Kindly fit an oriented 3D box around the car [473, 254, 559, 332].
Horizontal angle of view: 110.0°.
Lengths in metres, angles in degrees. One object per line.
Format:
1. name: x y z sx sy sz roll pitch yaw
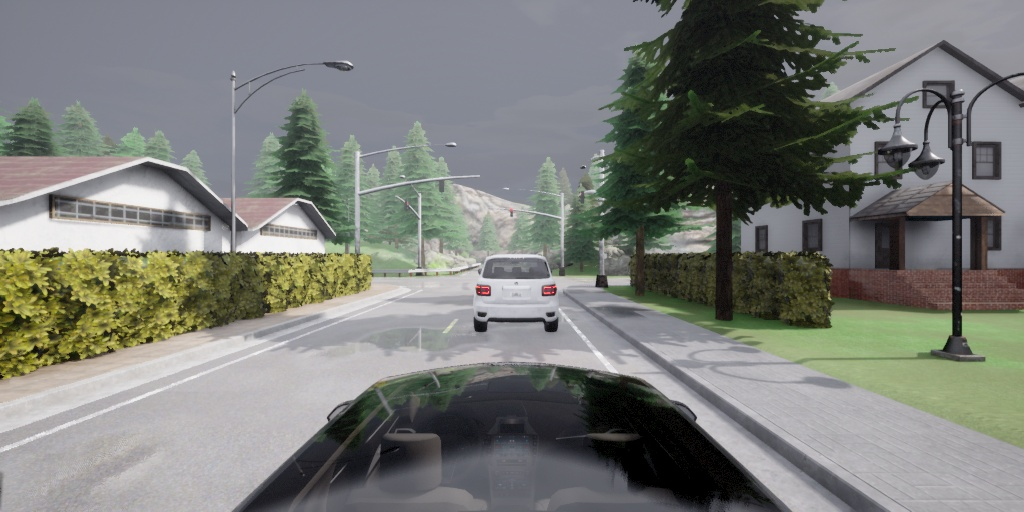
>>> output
1. car: 0.104 0.971 10.964 2.150 2.045 5.566 0 0 0
